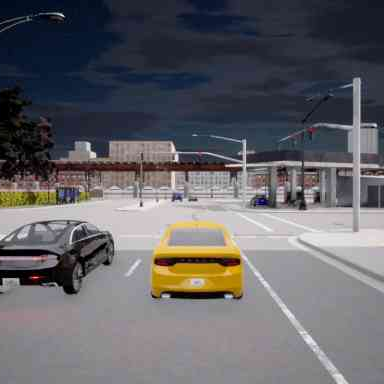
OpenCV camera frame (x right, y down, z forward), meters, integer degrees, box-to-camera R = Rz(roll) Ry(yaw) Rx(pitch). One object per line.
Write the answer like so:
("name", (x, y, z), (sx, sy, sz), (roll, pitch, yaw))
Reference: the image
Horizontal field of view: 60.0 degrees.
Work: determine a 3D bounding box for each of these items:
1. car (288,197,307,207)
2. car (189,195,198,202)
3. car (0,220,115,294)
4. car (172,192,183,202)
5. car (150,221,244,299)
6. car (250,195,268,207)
("car", (15.627, 1.426, 49.483), (1.970, 1.475, 3.806), (0, 0, 1))
("car", (0.254, 1.446, 73.449), (1.994, 1.385, 4.181), (0, 0, 0))
("car", (-3.387, 1.474, 8.702), (2.128, 1.511, 4.902), (0, 0, 0))
("car", (-3.243, 1.122, 74.060), (2.150, 2.045, 5.566), (0, 0, 0))
("car", (0.111, 1.468, 8.481), (1.882, 1.535, 5.008), (0, 0, 0))
("car", (9.880, 1.254, 48.740), (2.242, 1.667, 4.611), (0, 0, 1))
